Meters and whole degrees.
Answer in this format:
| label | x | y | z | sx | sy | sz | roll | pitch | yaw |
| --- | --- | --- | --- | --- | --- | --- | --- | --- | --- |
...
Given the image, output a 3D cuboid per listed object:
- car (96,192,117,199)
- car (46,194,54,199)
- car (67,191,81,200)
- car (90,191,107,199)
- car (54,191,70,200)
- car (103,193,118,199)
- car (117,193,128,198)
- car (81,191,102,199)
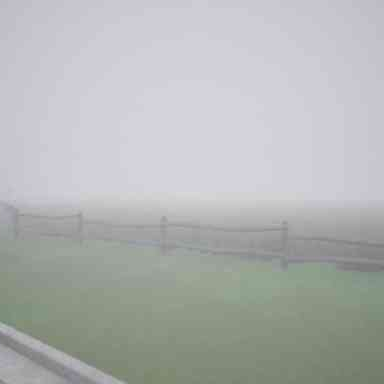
| label | x | y | z | sx | sy | sz | roll | pitch | yaw |
| --- | --- | --- | --- | --- | --- | --- | --- | --- | --- |
| car | -20.386 | 1.273 | 79.507 | 1.994 | 1.385 | 4.181 | 0 | 0 | 10 |
| car | -34.131 | 1.161 | 82.165 | 1.812 | 1.442 | 4.674 | 0 | 0 | 10 |
| car | -27.346 | 1.173 | 80.358 | 1.837 | 1.490 | 4.892 | 0 | 0 | 10 |
| car | -25.462 | 0.736 | 90.636 | 2.150 | 2.045 | 5.566 | 0 | 0 | 10 |
| car | -30.788 | 1.132 | 80.988 | 1.882 | 1.535 | 5.008 | 0 | 0 | 10 |
| car | -22.026 | 1.008 | 89.977 | 1.882 | 1.535 | 5.008 | 0 | 0 | 10 |
| car | -18.583 | 1.088 | 89.347 | 2.033 | 1.411 | 5.357 | 0 | 0 | 10 |
| car | -23.903 | 1.169 | 79.728 | 1.882 | 1.535 | 5.008 | 0 | 0 | 10 |
